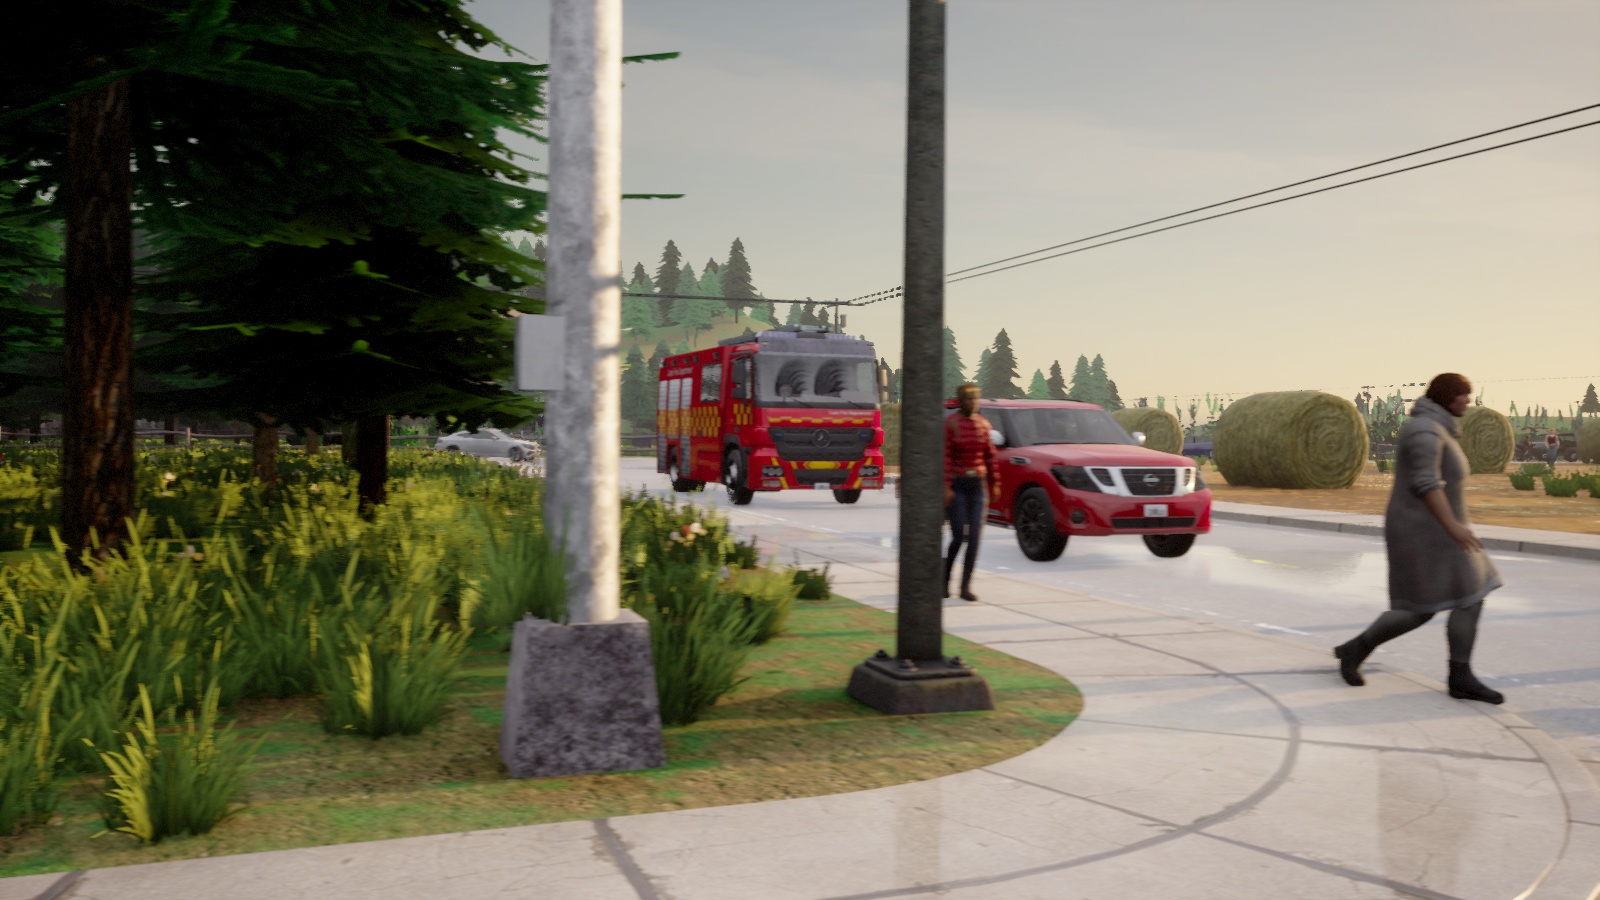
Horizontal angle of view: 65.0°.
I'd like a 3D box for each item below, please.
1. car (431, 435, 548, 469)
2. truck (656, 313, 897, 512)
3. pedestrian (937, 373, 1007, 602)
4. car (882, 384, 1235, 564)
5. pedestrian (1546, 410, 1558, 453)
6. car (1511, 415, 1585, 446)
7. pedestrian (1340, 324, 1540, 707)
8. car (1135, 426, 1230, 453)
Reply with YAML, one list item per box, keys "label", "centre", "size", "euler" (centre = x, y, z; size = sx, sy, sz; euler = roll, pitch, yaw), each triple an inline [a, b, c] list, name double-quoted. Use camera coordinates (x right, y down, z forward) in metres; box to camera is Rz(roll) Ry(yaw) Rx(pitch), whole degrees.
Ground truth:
- label: "car"
  centre: [-13.653, 0.076, 55.386]
  size: [4.674, 1.442, 1.812]
  euler: [0, 1, 8]
- label: "truck"
  centre: [-0.869, -0.798, 28.701]
  size: [2.891, 3.827, 8.468]
  euler: [-1, 1, -20]
- label: "pedestrian"
  centre: [1.428, 0.294, 10.476]
  size: [0.331, 1.846, 0.636]
  euler: [-1, 1, -16]
- label: "car"
  centre: [3.246, 0.228, 17.283]
  size: [2.150, 2.045, 5.566]
  euler: [-1, 1, -20]
- label: "pedestrian"
  centre: [32.603, -0.795, 54.449]
  size: [0.345, 1.836, 0.594]
  euler: [0, 1, 23]
- label: "car"
  centre: [47.115, -1.209, 79.152]
  size: [3.866, 1.878, 1.905]
  euler: [-1, 1, -17]
- label: "pedestrian"
  centre: [3.528, 0.329, 6.922]
  size: [0.873, 1.952, 0.659]
  euler: [0, 1, 37]
- label: "car"
  centre: [21.732, -0.606, 71.411]
  size: [4.792, 1.488, 2.163]
  euler: [-1, 1, -17]
